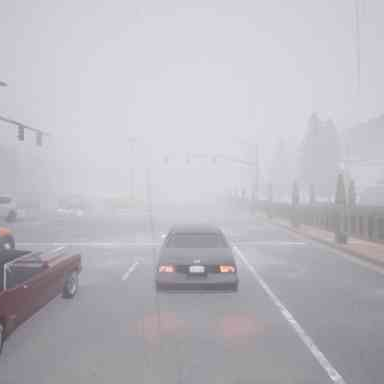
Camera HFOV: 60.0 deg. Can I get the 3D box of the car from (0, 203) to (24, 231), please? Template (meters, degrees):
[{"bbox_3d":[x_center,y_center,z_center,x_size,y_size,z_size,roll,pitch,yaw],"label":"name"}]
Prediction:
[{"bbox_3d":[-6.909,1.352,9.183,2.097,1.767,4.553,0,0,0],"label":"car"}]

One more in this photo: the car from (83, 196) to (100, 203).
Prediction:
[{"bbox_3d":[-21.067,1.537,70.050,2.033,1.411,5.357,0,0,0],"label":"car"}]

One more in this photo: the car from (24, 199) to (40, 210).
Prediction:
[{"bbox_3d":[-21.139,1.562,42.383,1.994,1.385,4.181,0,0,0],"label":"car"}]

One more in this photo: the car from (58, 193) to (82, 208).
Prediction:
[{"bbox_3d":[-17.644,1.220,48.778,2.150,2.045,5.566,0,0,0],"label":"car"}]

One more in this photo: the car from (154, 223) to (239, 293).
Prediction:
[{"bbox_3d":[0.091,1.547,8.974,2.033,1.411,5.357,0,0,0],"label":"car"}]

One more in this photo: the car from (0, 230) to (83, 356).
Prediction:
[{"bbox_3d":[-3.405,1.601,5.519,1.895,1.301,4.718,0,0,0],"label":"car"}]

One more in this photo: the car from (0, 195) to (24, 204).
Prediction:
[{"bbox_3d":[-14.115,1.220,22.645,2.150,2.045,5.566,0,0,-1],"label":"car"}]

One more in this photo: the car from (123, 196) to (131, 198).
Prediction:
[{"bbox_3d":[-14.069,1.537,71.962,2.033,1.411,5.357,0,0,0],"label":"car"}]

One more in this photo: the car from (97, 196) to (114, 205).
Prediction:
[{"bbox_3d":[-14.139,1.599,56.631,1.895,1.301,4.718,0,0,0],"label":"car"}]

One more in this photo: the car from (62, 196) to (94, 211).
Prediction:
[{"bbox_3d":[-14.140,1.524,41.635,1.812,1.442,4.674,0,0,0],"label":"car"}]

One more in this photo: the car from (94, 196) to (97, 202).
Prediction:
[{"bbox_3d":[-17.571,1.523,66.826,1.812,1.442,4.674,0,0,0],"label":"car"}]
